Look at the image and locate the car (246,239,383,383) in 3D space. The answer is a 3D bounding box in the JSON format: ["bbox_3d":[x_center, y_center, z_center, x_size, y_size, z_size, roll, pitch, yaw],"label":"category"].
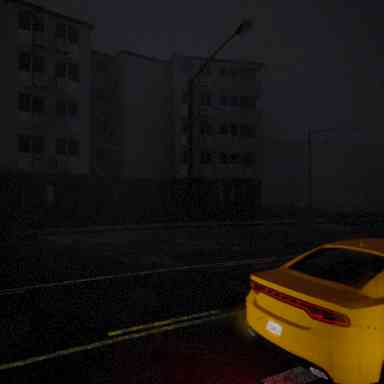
[{"bbox_3d":[3.182,1.477,5.126,5.008,1.535,1.882,0,0,-27],"label":"car"}]
